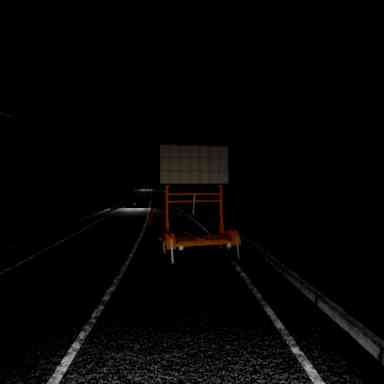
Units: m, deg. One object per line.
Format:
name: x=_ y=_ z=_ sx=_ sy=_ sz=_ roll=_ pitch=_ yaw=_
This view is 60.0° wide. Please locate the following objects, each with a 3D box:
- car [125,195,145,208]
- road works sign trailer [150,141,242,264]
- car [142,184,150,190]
car: x=-6.406 y=1.059 z=37.633 sx=1.994 sy=1.385 sz=4.181 roll=0 pitch=1 yaw=-7
road works sign trailer: x=0.036 y=0.174 z=10.845 sx=2.380 sy=3.560 sz=2.880 roll=-1 pitch=1 yaw=-16
car: x=-12.274 y=-1.465 z=88.644 sx=1.812 sy=1.442 sz=4.674 roll=0 pitch=3 yaw=-7
